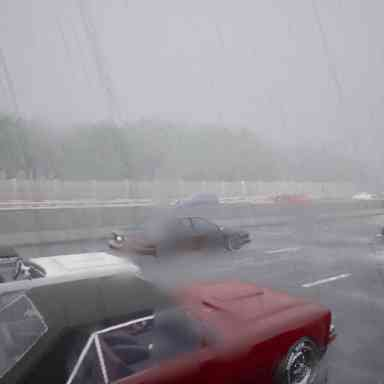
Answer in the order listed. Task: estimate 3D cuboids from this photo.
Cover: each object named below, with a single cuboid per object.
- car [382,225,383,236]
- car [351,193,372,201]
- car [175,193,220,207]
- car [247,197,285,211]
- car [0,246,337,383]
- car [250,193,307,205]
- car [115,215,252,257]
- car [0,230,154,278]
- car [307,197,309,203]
[{"bbox_3d":[10.843,1.556,15.740,4.181,1.385,1.994,0,0,-35],"label":"car"},{"bbox_3d":[30.392,0.909,59.514,4.674,1.442,1.812,-2,1,-35],"label":"car"},{"bbox_3d":[0.713,1.187,38.821,5.566,2.045,2.150,0,0,-35],"label":"car"},{"bbox_3d":[9.003,1.428,40.383,4.674,1.442,1.812,-1,1,-35],"label":"car"},{"bbox_3d":[-0.568,1.600,3.464,4.718,1.301,1.895,0,0,-35],"label":"car"},{"bbox_3d":[7.848,1.181,31.011,5.566,2.045,2.150,0,0,-35],"label":"car"},{"bbox_3d":[-0.288,1.544,12.134,5.357,1.411,2.033,0,0,-35],"label":"car"},{"bbox_3d":[-3.239,1.599,5.734,4.718,1.301,1.895,0,0,-36],"label":"car"},{"bbox_3d":[10.843,1.127,37.403,5.566,2.045,2.150,-1,0,-35],"label":"car"}]
